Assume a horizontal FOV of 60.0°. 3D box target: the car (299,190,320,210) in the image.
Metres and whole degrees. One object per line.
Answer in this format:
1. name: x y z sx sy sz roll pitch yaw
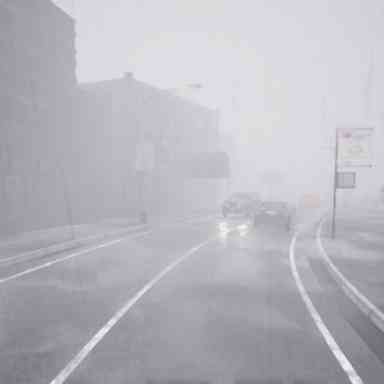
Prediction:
1. car: 13.938 1.042 39.391 2.097 1.767 4.553 3 2 26

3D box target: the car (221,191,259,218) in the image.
1. car: 4.261 0.949 27.782 2.150 2.045 5.566 2 2 26

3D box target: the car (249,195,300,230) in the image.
1. car: 5.322 1.273 20.865 2.097 1.767 4.553 2 1 22
